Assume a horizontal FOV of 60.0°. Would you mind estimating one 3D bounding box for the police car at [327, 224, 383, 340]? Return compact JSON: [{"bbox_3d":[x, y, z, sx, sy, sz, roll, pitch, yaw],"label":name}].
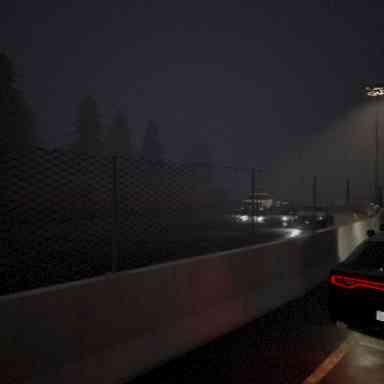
[{"bbox_3d":[4.229,1.447,6.310,1.930,1.638,5.238,1,0,40],"label":"police car"}]
